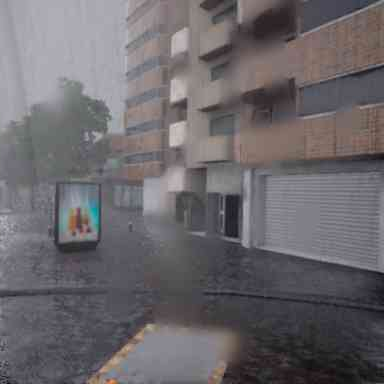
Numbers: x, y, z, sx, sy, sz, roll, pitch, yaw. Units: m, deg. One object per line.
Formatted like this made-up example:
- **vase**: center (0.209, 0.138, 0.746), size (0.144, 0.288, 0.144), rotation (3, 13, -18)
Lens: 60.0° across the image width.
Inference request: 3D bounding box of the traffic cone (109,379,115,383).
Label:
- **traffic cone**: center (-0.720, 1.973, 2.963), size (0.340, 0.580, 0.340), rotation (1, 0, 15)
